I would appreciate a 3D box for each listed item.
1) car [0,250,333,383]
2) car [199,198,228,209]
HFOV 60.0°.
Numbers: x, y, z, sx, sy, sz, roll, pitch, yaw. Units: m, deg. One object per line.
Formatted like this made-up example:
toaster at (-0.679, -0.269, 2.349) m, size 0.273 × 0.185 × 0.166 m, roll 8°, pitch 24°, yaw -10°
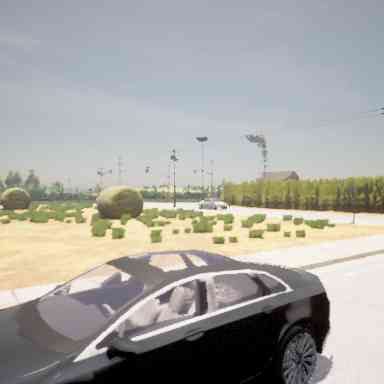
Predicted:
car at (-0.449, 1.492, 3.665) m, size 4.902 × 1.511 × 2.128 m, roll 0°, pitch 0°, yaw -35°
car at (2.694, 1.563, 42.911) m, size 1.812 × 1.442 × 4.674 m, roll 0°, pitch 0°, yaw -35°
